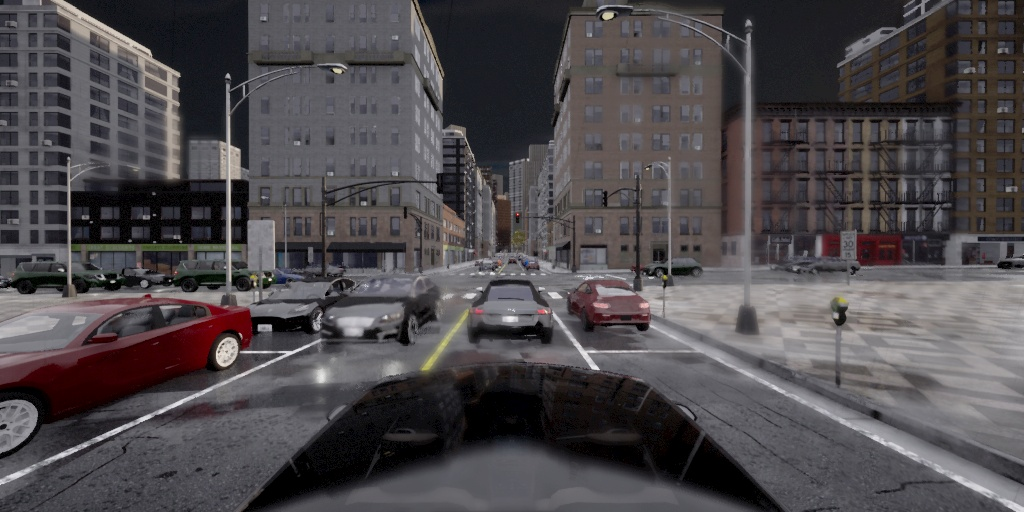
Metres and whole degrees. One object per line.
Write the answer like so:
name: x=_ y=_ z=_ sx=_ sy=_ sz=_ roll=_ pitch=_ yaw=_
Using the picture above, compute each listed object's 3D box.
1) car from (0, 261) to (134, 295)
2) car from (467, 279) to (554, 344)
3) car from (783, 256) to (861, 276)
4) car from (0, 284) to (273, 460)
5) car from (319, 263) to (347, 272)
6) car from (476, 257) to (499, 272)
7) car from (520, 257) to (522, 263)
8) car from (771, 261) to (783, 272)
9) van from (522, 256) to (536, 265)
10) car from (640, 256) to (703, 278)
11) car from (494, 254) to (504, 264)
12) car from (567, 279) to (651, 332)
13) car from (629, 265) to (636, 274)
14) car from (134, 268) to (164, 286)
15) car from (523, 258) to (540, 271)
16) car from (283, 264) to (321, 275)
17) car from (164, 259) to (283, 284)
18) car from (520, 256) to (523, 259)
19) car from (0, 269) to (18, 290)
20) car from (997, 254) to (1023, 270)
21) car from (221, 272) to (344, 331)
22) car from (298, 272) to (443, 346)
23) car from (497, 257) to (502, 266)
car: x=-28.548 y=1.351 z=23.152 sx=5.566 sy=2.045 sz=2.150 roll=-1 pitch=0 yaw=0
car: x=-0.038 y=1.312 z=9.635 sx=1.994 sy=1.385 sz=4.181 roll=0 pitch=0 yaw=0
car: x=26.150 y=0.832 z=29.969 sx=4.902 sy=1.511 sz=2.128 roll=-1 pitch=0 yaw=0
car: x=-5.778 y=1.295 z=4.943 sx=1.888 sy=1.381 sz=4.507 roll=0 pitch=0 yaw=0
car: x=-17.899 y=1.434 z=33.128 sx=4.902 sy=1.511 sz=2.128 roll=-1 pitch=0 yaw=0
car: x=-3.087 y=1.207 z=45.634 sx=1.812 sy=1.442 sz=4.674 roll=0 pitch=0 yaw=2
car: x=2.810 y=1.186 z=58.948 sx=1.888 sy=1.381 sz=4.507 roll=0 pitch=0 yaw=0
car: x=26.724 y=0.806 z=33.216 sx=4.902 sy=1.511 sz=2.128 roll=-1 pitch=0 yaw=0
van: x=2.794 y=0.998 z=53.397 sx=1.690 sy=1.789 sz=3.998 roll=0 pitch=0 yaw=0
car: x=13.322 y=0.875 z=29.942 sx=4.553 sy=1.767 sz=2.097 roll=-1 pitch=0 yaw=0
car: x=-2.991 y=0.969 z=65.198 sx=2.097 sy=1.767 sz=4.553 roll=0 pitch=0 yaw=1
car: x=2.715 y=1.330 z=10.634 sx=1.802 sy=1.307 sz=4.207 roll=0 pitch=0 yaw=0
car: x=13.469 y=1.105 z=33.194 sx=4.718 sy=1.301 sz=1.895 roll=-1 pitch=0 yaw=0
car: x=-27.644 y=1.606 z=26.407 sx=4.892 sy=1.490 sz=1.837 roll=-1 pitch=0 yaw=0
car: x=2.778 y=1.257 z=47.845 sx=1.802 sy=1.307 sz=4.207 roll=0 pitch=0 yaw=0
car: x=-17.469 y=1.519 z=26.427 sx=5.357 sy=1.411 sz=2.033 roll=-1 pitch=0 yaw=0
car: x=-18.438 y=1.222 z=23.149 sx=5.566 sy=2.045 sz=2.150 roll=-1 pitch=0 yaw=-2
car: x=2.826 y=1.202 z=64.505 sx=1.802 sy=1.307 sz=4.207 roll=0 pitch=0 yaw=0
car: x=-39.963 y=1.775 z=26.394 sx=4.674 sy=1.442 sz=1.812 roll=-1 pitch=0 yaw=0
car: x=48.149 y=0.539 z=33.176 sx=4.892 sy=1.490 sz=1.837 roll=0 pitch=0 yaw=0
car: x=-5.810 y=1.314 z=10.587 sx=1.948 sy=1.339 sz=4.313 roll=0 pitch=0 yaw=0
car: x=-3.108 y=1.241 z=9.517 sx=2.128 sy=1.511 sz=4.902 roll=0 pitch=0 yaw=0
car: x=-3.057 y=1.199 z=55.285 sx=2.033 sy=1.411 sz=5.357 roll=0 pitch=0 yaw=0
